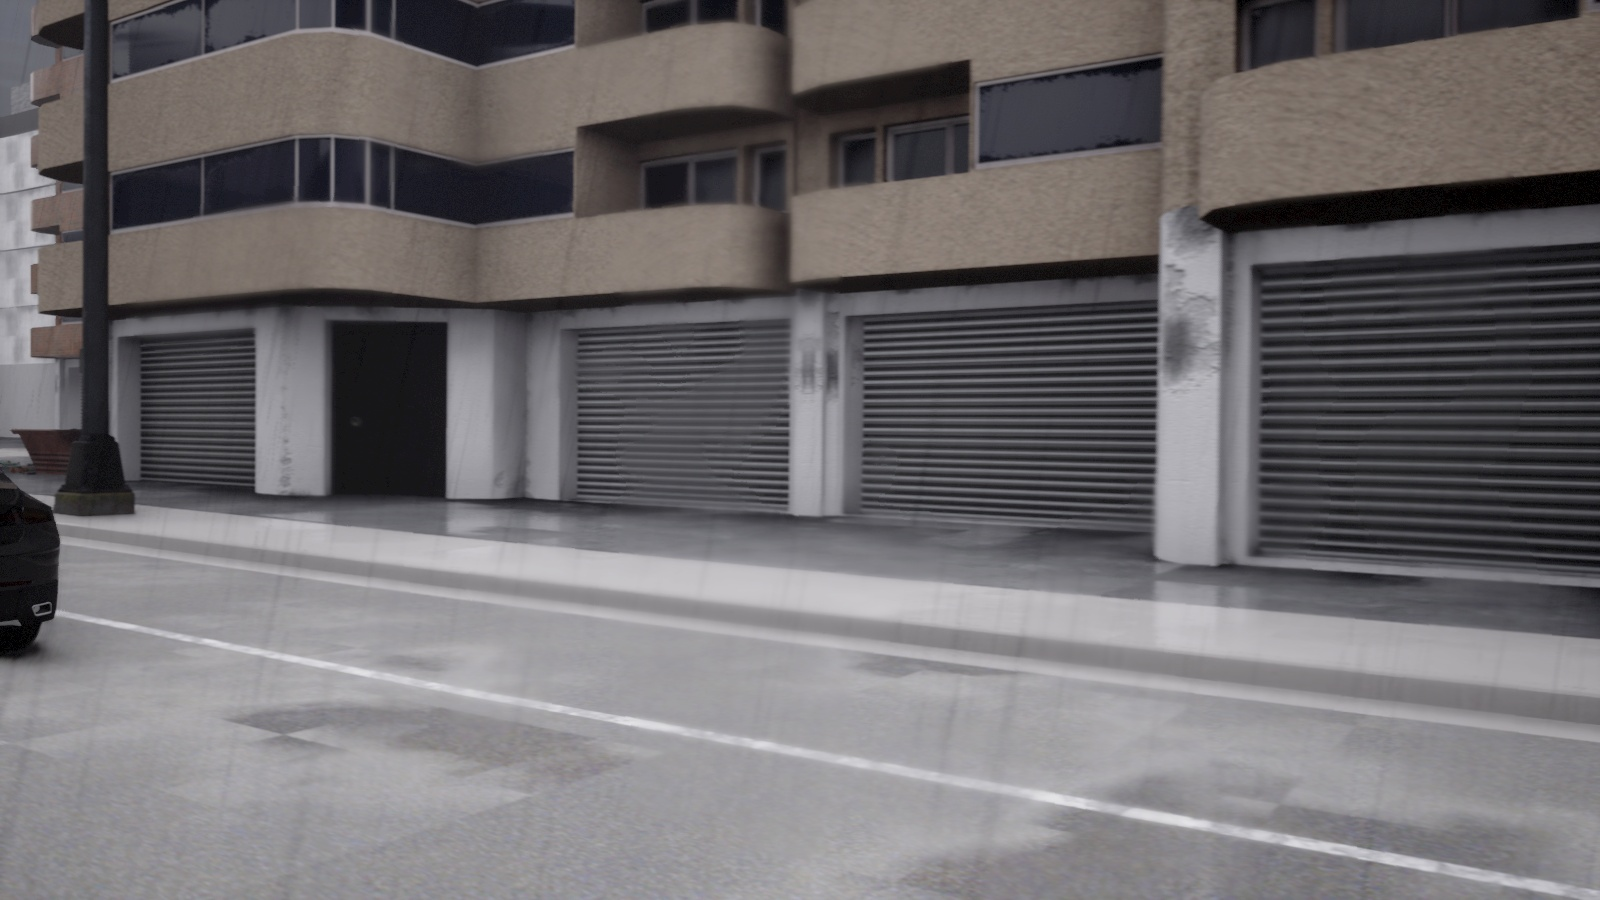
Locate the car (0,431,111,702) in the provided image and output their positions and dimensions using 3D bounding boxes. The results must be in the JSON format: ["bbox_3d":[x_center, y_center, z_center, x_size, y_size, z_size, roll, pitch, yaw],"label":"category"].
[{"bbox_3d":[-6.641,0.625,8.035,4.892,1.490,1.837,1,1,34],"label":"car"}]
